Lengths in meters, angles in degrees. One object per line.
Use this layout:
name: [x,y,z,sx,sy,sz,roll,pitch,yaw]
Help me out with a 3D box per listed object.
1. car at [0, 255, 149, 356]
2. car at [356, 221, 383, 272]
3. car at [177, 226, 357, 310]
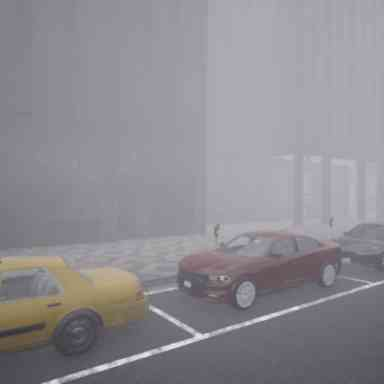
car: [-2.983,1.527,4.522,4.829,1.417,1.752,1,0,-35]
car: [6.334,1.671,11.165,4.313,1.339,1.947,1,0,-35]
car: [1.745,1.598,7.893,4.507,1.381,1.887,1,0,-35]
